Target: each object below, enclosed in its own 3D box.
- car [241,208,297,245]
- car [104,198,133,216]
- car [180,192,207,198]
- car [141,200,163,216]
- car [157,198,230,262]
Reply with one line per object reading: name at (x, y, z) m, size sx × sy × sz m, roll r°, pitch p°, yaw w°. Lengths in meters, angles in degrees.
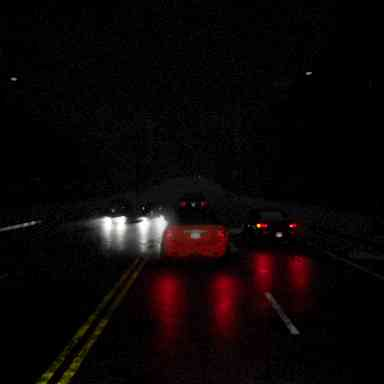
car at (3.355, 1.436, 14.940) m, size 1.812 × 1.442 × 4.674 m, roll 0°, pitch 0°, yaw 1°
car at (-6.598, 1.302, 30.315) m, size 2.128 × 1.511 × 4.902 m, roll 0°, pitch 0°, yaw 0°
car at (0.097, 1.046, 28.378) m, size 2.150 × 2.045 × 5.566 m, roll 0°, pitch 0°, yaw 0°
car at (-3.351, 1.414, 29.952) m, size 1.895 × 1.301 × 4.718 m, roll 0°, pitch 0°, yaw 0°
car at (0.098, 1.280, 11.899) m, size 2.097 × 1.767 × 4.553 m, roll 0°, pitch 0°, yaw 0°
